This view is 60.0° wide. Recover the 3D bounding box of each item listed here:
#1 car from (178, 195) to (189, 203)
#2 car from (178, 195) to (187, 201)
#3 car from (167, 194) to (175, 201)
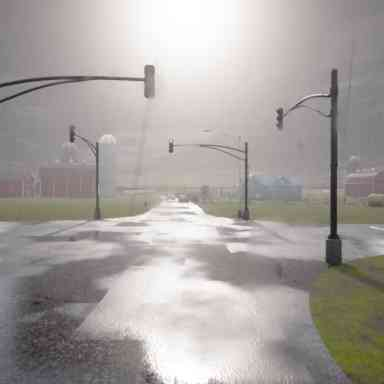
[{"bbox_3d":[-1.721,1.624,69.967,1.895,1.301,4.718,0,0,-3],"label":"car"},{"bbox_3d":[-2.332,1.464,79.951,1.837,1.490,4.892,0,0,-4],"label":"car"},{"bbox_3d":[-4.708,1.182,73.967,1.812,1.442,4.674,0,0,-3],"label":"car"}]
